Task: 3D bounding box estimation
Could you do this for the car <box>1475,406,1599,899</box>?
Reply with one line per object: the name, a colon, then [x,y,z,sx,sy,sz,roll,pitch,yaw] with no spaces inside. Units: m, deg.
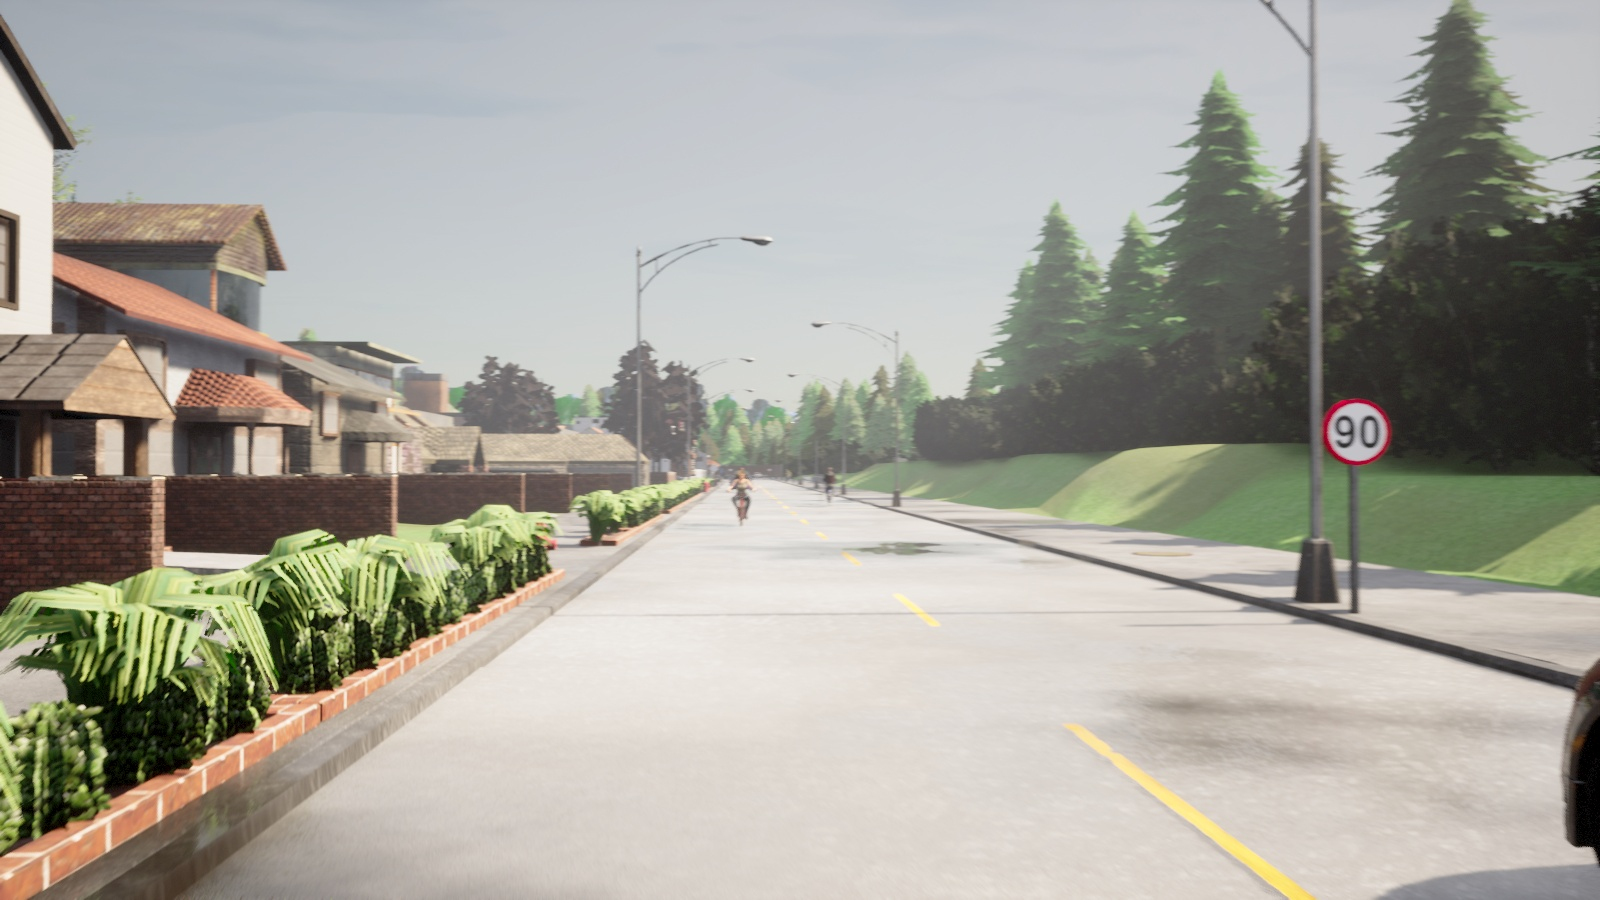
car: [3.882,0.695,2.901,2.097,1.767,4.553,0,-1,-1]
